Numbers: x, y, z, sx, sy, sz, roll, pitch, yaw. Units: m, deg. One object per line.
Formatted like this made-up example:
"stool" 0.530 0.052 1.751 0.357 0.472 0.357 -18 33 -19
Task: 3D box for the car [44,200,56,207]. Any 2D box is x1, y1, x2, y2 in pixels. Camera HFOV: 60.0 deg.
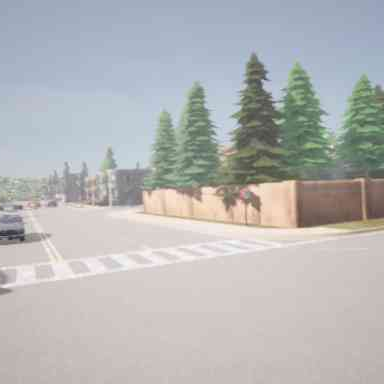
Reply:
"car" -36.149 2.860 84.899 1.812 1.442 4.674 -2 0 -9

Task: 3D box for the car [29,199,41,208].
"car" -34.981 2.752 74.739 1.882 1.535 5.008 -2 0 -27

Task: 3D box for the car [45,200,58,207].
"car" -32.104 2.729 76.804 1.837 1.490 4.892 -2 0 -27

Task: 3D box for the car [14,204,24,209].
"car" -36.853 3.151 70.743 1.895 1.301 4.718 -2 0 -27

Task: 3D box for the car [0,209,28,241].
"car" -10.451 1.988 18.864 2.033 1.411 5.357 -2 0 -27

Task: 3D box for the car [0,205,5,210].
"car" -39.966 3.284 69.149 1.895 1.301 4.718 -2 0 -27
